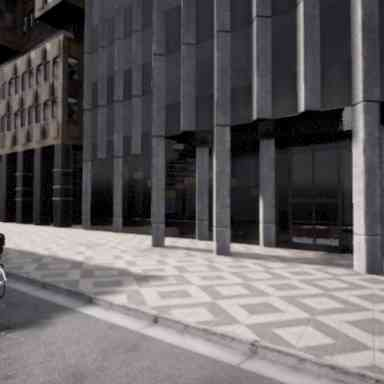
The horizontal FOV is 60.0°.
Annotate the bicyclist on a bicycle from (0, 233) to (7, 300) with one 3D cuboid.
[{"bbox_3d":[-4.862,1.593,7.967,1.843,1.776,0.659,-1,-2,37],"label":"bicyclist on a bicycle"}]
